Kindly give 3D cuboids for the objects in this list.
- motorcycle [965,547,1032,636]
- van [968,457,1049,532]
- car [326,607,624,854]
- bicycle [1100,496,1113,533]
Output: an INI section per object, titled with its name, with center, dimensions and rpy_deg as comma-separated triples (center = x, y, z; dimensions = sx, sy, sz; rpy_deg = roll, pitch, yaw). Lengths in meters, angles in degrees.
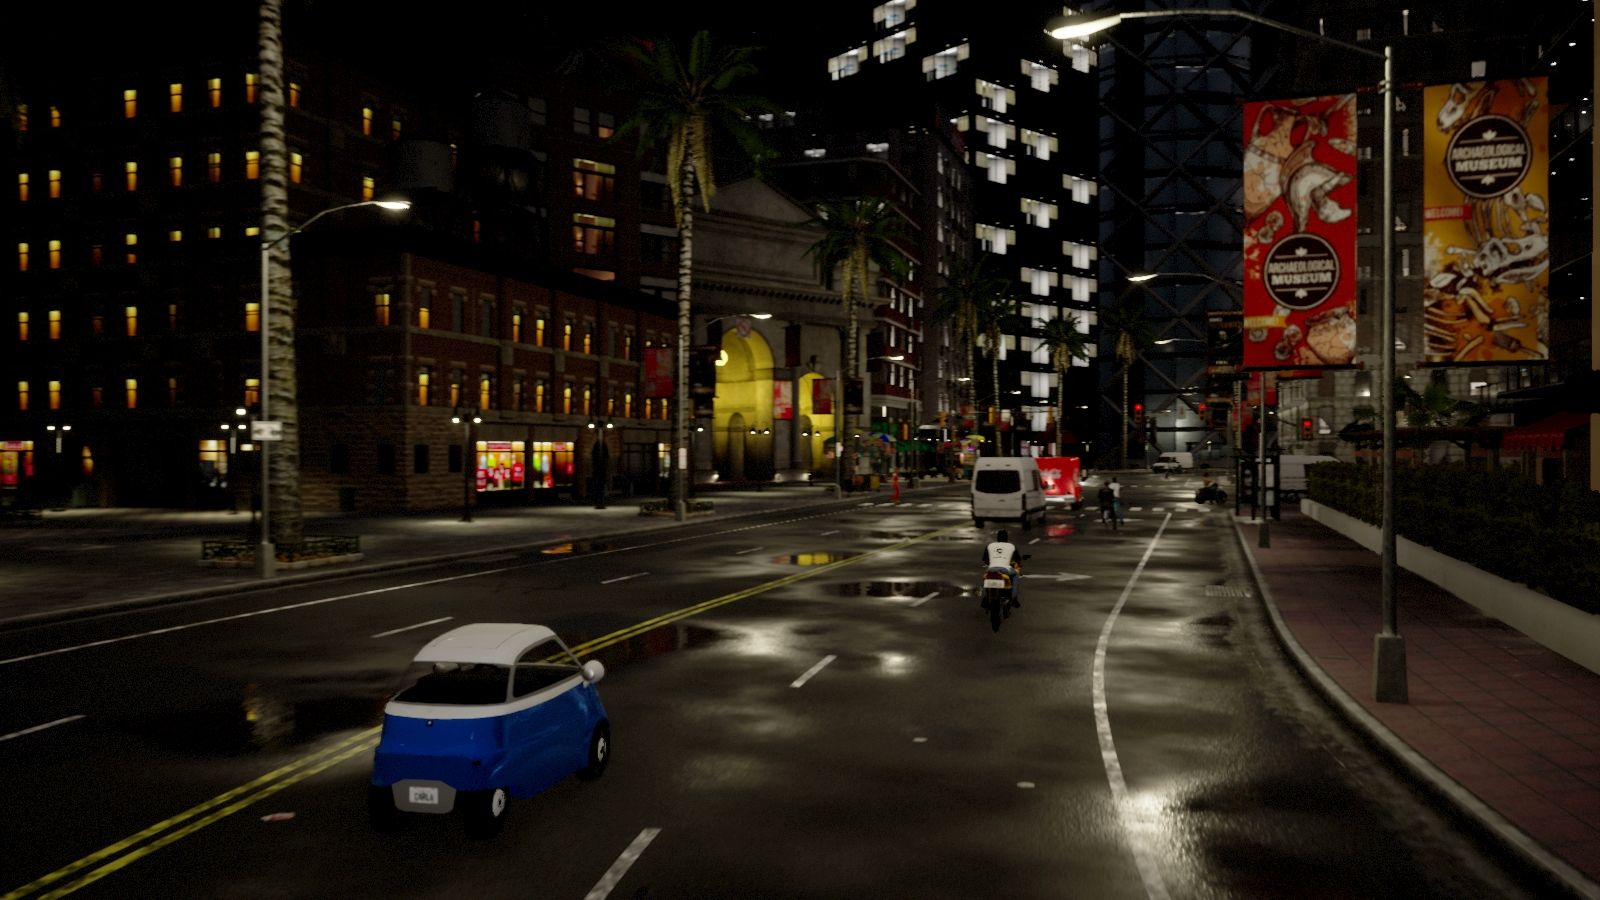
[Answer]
[motorcycle]
center = 3.187, 2.215, 18.181
dimensions = 0.803, 1.145, 2.033
rpy_deg = 0, 0, 17
[van]
center = 7.809, 1.540, 42.260
dimensions = 1.988, 2.561, 5.915
rpy_deg = 0, 0, 20
[car]
center = -2.480, 2.118, 9.163
dimensions = 1.481, 1.376, 2.207
rpy_deg = 0, 0, 10
[bicycle]
center = 10.656, 2.218, 39.701
dimensions = 0.329, 1.171, 1.835
rpy_deg = 0, 0, 19
